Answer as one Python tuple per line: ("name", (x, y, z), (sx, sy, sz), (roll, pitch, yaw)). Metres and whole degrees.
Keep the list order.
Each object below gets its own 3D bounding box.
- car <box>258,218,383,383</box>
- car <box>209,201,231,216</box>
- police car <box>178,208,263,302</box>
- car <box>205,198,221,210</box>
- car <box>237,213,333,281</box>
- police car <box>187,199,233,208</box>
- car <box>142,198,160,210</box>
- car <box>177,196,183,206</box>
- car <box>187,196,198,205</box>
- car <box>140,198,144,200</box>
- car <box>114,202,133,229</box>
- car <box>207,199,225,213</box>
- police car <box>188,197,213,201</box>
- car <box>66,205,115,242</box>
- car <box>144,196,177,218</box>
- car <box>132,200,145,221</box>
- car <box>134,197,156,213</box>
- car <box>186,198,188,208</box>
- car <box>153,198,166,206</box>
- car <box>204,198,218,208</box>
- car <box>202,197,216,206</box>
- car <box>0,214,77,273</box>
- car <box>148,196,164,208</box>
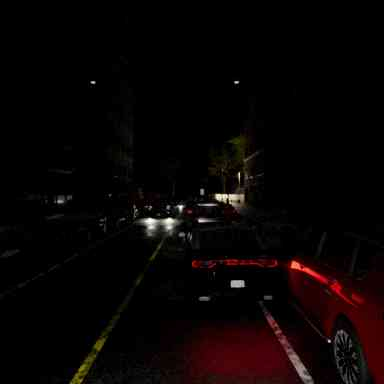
("car", (2.646, 1.315, 5.036), (2.192, 1.841, 5.009), (0, 0, 0))
("car", (2.709, 1.582, 32.627), (1.802, 1.307, 4.206), (0, 0, 0))
("police car", (0.693, 1.425, 8.482), (1.930, 1.638, 5.238), (0, 0, -3))
("car", (2.734, 1.552, 43.664), (1.887, 1.381, 4.507), (0, 0, 0))
("car", (2.655, 1.525, 10.722), (1.752, 1.417, 4.829), (0, 0, 0))
("police car", (0.864, 1.424, 18.518), (1.930, 1.638, 5.238), (0, 0, 0))
("car", (-5.292, 1.532, 43.509), (1.752, 1.417, 4.829), (0, 0, 0))
("car", (-2.626, 1.521, 55.480), (1.837, 1.490, 4.892), (0, 0, 0))
("car", (0.134, 1.545, 59.779), (1.812, 1.442, 4.674), (0, 0, 0))
("car", (-5.316, 1.551, 32.642), (2.008, 1.369, 4.403), (0, 0, 0))
("car", (-5.341, 1.543, 21.605), (1.887, 1.381, 4.507), (0, 0, 0))
("car", (2.722, 1.529, 38.316), (1.752, 1.417, 4.829), (0, 0, 0))
("police car", (0.878, 1.424, 24.518), (1.930, 1.638, 5.238), (0, 0, 0))
("car", (-5.354, 1.550, 16.086), (2.008, 1.369, 4.403), (0, 0, 0))
("car", (-2.783, 1.352, 30.256), (2.097, 1.767, 4.553), (0, 0, 0))
("car", (-5.328, 1.565, 27.124), (1.947, 1.339, 4.313), (0, 0, 0))
("car", (-5.304, 1.443, 38.161), (1.967, 1.590, 4.097), (0, 0, 0))
("car", (0.105, 1.609, 45.620), (1.895, 1.301, 4.718), (0, 0, 0))
("car", (-5.266, 1.597, 54.717), (1.802, 1.307, 4.206), (0, 0, 0))
("car", (2.747, 1.593, 49.182), (1.802, 1.307, 4.206), (0, 0, 0))
("car", (2.759, 1.581, 54.700), (1.947, 1.339, 4.313), (0, 0, 0))
("car", (-5.366, 1.581, 10.567), (1.802, 1.307, 4.206), (0, 0, 0))
("car", (-5.279, 1.451, 49.198), (1.967, 1.590, 4.097), (0, 0, 0))
